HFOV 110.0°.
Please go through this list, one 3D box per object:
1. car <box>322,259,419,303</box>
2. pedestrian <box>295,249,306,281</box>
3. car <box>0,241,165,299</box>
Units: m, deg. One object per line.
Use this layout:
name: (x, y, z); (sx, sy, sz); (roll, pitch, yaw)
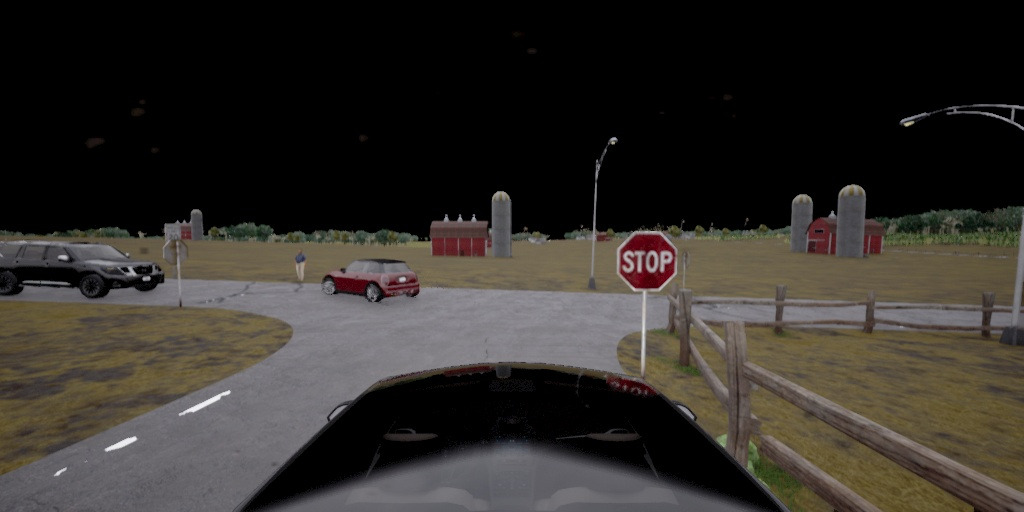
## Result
car: (-6.248, 0.886, 15.713); (4.553, 1.767, 2.097); (3, 3, 33)
pedestrian: (-12.000, 0.482, 20.313); (0.375, 1.860, 0.375); (0, 1, 0)
car: (-17.393, 0.468, 14.372); (5.566, 2.045, 2.150); (2, 3, 0)
